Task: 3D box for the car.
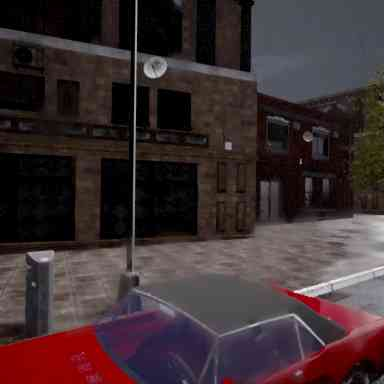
[{"bbox_3d":[-0.110,1.601,3.035,4.718,1.301,1.895,0,0,-36],"label":"car"}]
